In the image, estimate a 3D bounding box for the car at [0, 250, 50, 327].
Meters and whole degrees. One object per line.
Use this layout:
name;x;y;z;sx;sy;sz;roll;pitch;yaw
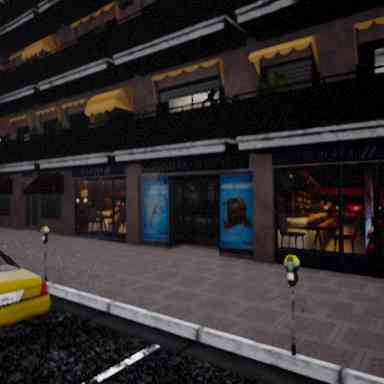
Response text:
car;-4.550;1.488;6.126;4.829;1.417;1.752;0;-1;35
